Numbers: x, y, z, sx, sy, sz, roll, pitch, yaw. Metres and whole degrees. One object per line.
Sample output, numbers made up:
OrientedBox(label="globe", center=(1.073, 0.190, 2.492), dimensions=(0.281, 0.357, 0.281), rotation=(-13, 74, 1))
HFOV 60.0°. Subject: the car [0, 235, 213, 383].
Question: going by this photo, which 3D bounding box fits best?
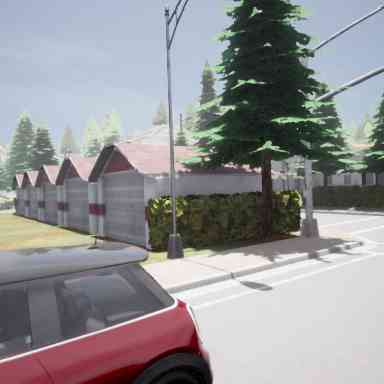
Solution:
OrientedBox(label="car", center=(-2.087, 1.353, 2.504), dimensions=(4.553, 1.767, 2.097), rotation=(-2, 1, -36))
